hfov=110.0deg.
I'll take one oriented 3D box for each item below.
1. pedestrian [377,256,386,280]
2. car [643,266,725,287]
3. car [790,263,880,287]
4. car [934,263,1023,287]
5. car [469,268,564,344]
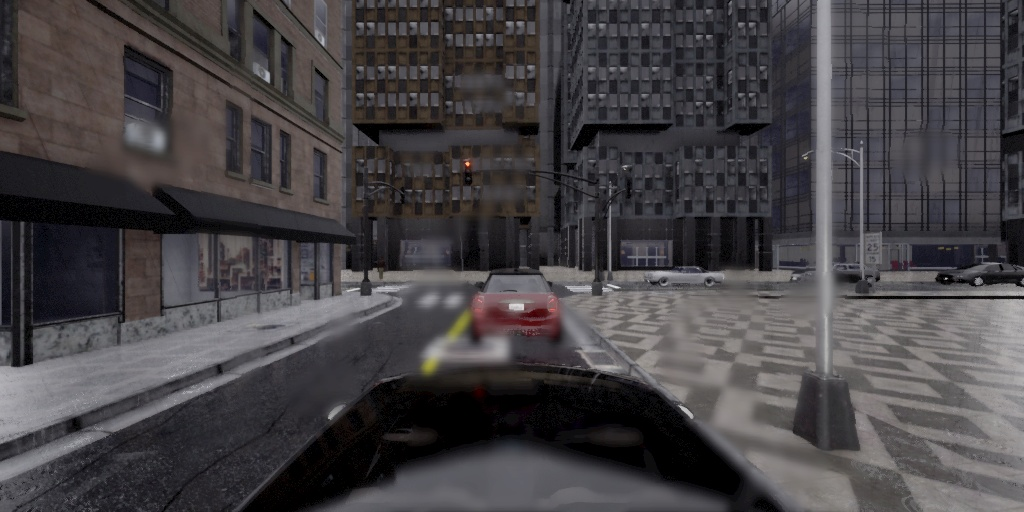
[{"bbox_3d":[-9.837,0.903,26.905,0.375,1.860,0.375,0,0,1],"label":"pedestrian"},{"bbox_3d":[11.195,1.333,23.639,4.718,1.301,1.895,0,0,1],"label":"car"},{"bbox_3d":[21.087,1.211,23.528,4.902,1.511,2.128,0,0,1],"label":"car"},{"bbox_3d":[30.763,1.209,23.415,4.892,1.490,1.837,0,0,1],"label":"car"},{"bbox_3d":[0.069,1.102,9.723,2.097,1.767,4.553,0,0,-1],"label":"car"}]
